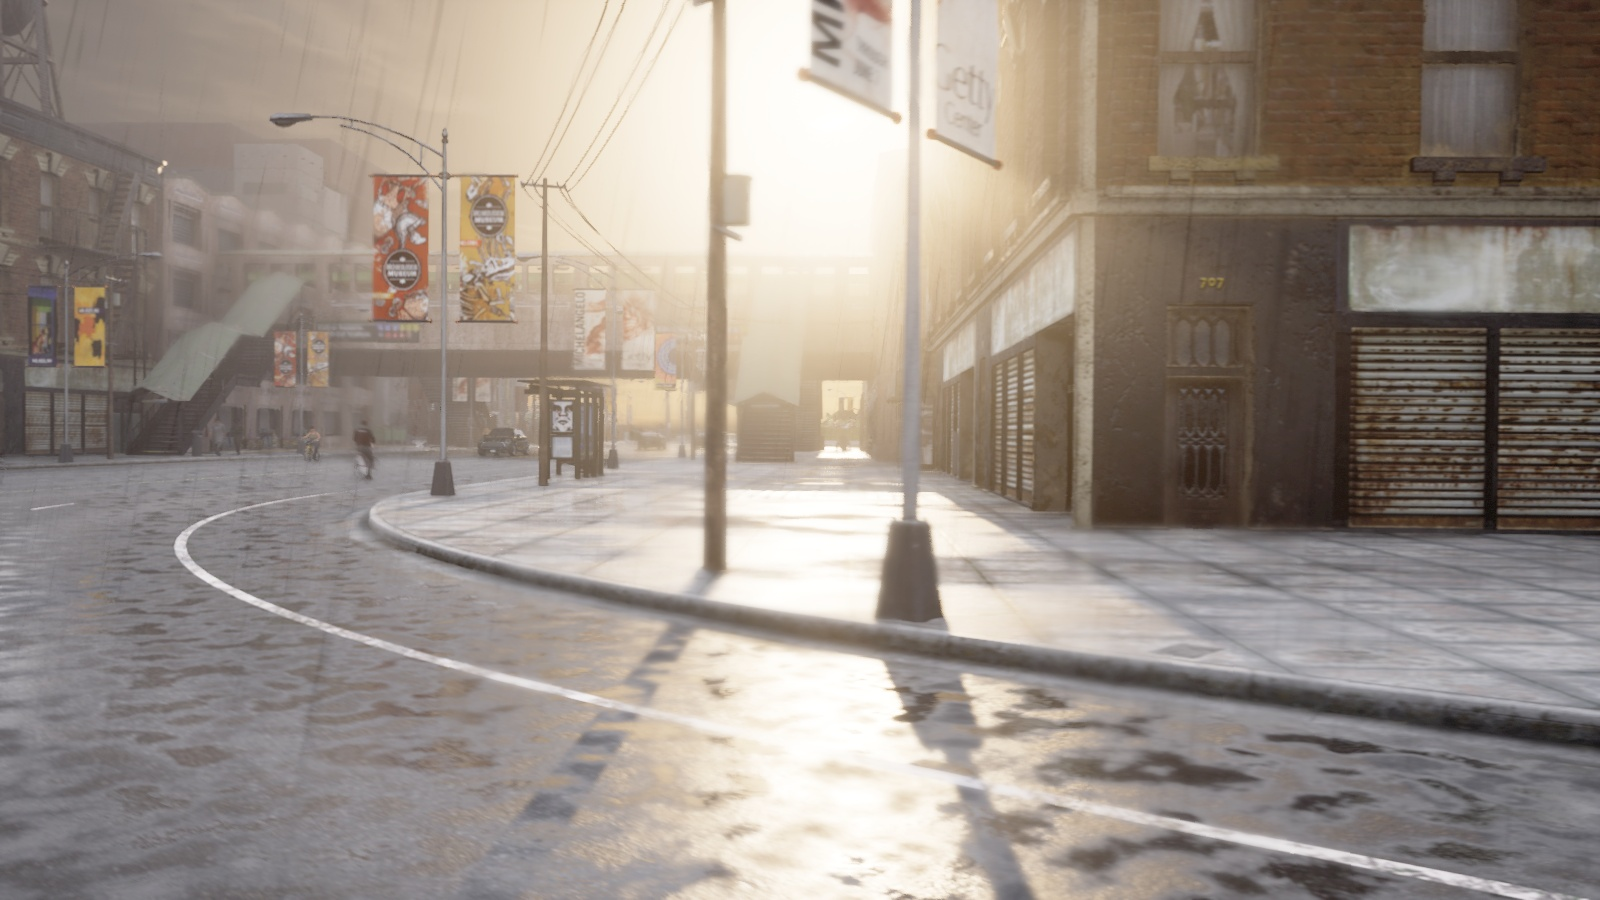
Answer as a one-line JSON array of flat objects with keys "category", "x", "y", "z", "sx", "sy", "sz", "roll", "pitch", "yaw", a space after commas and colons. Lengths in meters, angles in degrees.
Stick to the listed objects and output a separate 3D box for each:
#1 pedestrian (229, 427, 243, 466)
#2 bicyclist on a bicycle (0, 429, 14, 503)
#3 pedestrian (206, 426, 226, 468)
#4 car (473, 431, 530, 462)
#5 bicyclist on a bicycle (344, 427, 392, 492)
[{"category": "pedestrian", "x": -27.788, "y": -0.175, "z": 61.845, "sx": 0.395, "sy": 1.930, "sz": 0.692, "roll": -1, "pitch": 1, "yaw": -6}, {"category": "bicyclist on a bicycle", "x": -19.414, "y": 0.386, "z": 29.558, "sx": 0.659, "sy": 1.776, "sz": 1.843, "roll": 0, "pitch": 1, "yaw": 1}, {"category": "pedestrian", "x": -27.677, "y": -0.146, "z": 59.543, "sx": 0.659, "sy": 1.952, "sz": 0.873, "roll": -1, "pitch": 1, "yaw": -11}, {"category": "car", "x": -17.618, "y": -0.222, "z": 74.275, "sx": 2.097, "sy": 1.767, "sz": 4.553, "roll": 0, "pitch": 1, "yaw": 2}, {"category": "bicyclist on a bicycle", "x": -12.205, "y": 0.246, "z": 35.528, "sx": 0.659, "sy": 1.776, "sz": 1.843, "roll": 0, "pitch": 1, "yaw": 2}]
